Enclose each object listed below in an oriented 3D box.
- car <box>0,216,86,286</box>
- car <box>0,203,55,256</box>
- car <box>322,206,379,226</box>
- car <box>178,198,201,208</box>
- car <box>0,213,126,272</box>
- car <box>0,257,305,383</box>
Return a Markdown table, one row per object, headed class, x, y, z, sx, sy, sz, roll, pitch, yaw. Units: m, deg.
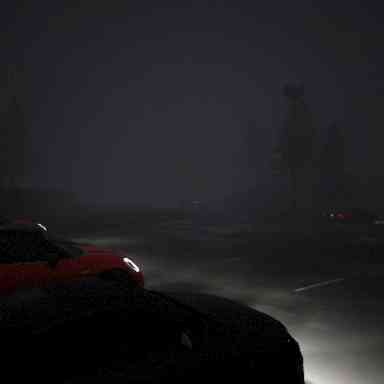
| class | x | y | z | sx | sy | sz | roll | pitch | yaw |
| --- | --- | --- | --- | --- | --- | --- | --- | --- | --- |
| car | -5.436 | 1.508 | 8.466 | 4.892 | 1.490 | 1.837 | 1 | 0 | -36 |
| car | -7.719 | 1.357 | 12.159 | 4.553 | 1.767 | 2.097 | 1 | 0 | -44 |
| car | 12.083 | 1.745 | 25.269 | 5.357 | 1.411 | 2.033 | 1 | 0 | -36 |
| car | -0.460 | 1.737 | 53.246 | 2.128 | 1.511 | 4.902 | 1 | 0 | -35 |
| car | -3.124 | 1.358 | 5.815 | 4.553 | 1.767 | 2.097 | 1 | 0 | -36 |
| car | -0.841 | 1.572 | 3.146 | 4.181 | 1.385 | 1.994 | 1 | 0 | -36 |
